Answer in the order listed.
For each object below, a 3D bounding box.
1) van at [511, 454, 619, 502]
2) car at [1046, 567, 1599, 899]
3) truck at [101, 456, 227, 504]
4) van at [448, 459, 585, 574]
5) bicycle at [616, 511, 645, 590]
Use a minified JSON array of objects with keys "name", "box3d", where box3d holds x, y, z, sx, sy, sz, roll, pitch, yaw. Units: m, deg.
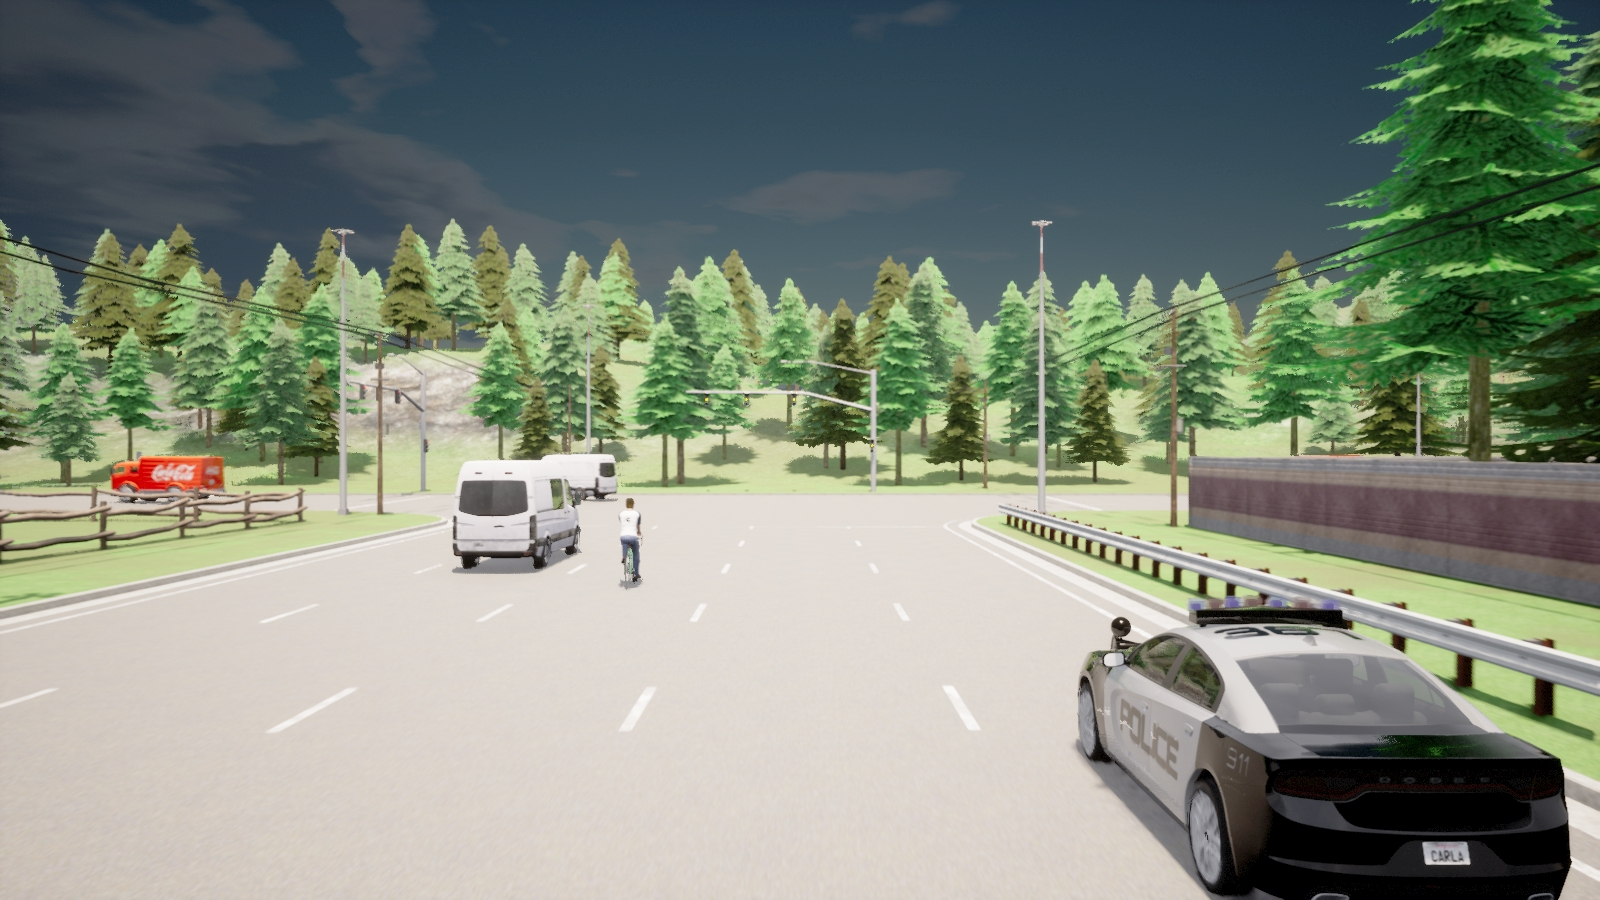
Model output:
[{"name":"van","box3d":[-13.164,1.535,63.900,5.915,2.561,1.988,0,0,25]},{"name":"car","box3d":[3.501,1.982,8.773,2.097,1.638,5.238,0,0,0]},{"name":"truck","box3d":[-33.537,1.570,60.406,5.204,2.467,2.627,0,0,2]},{"name":"van","box3d":[-6.993,1.534,28.914,1.988,2.561,5.915,0,0,0]},{"name":"bicycle","box3d":[-3.499,2.056,23.664,0.373,1.496,1.643,0,0,0]}]
